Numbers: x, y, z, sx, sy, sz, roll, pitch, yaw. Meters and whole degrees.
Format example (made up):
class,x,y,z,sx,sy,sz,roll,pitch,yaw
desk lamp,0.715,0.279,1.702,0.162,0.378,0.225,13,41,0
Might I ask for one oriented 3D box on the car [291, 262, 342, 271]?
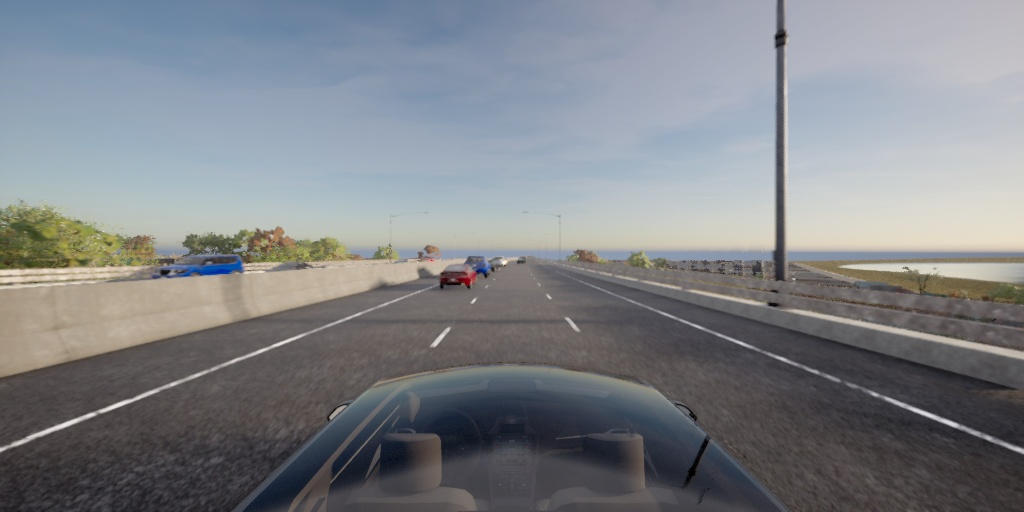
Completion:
class,x,y,z,sx,sy,sz,roll,pitch,yaw
car,-13.914,1.329,26.839,1.895,1.301,4.718,0,0,1

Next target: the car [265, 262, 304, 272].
class,x,y,z,sx,sy,sz,roll,pitch,yaw
car,-17.379,1.230,28.367,1.837,1.490,4.892,0,-1,1

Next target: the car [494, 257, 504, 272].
class,x,y,z,sx,sy,sz,roll,pitch,yaw
car,-2.722,1.240,45.788,1.882,1.535,5.008,0,0,10

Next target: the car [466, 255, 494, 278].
class,x,y,z,sx,sy,sz,roll,pitch,yaw
car,-3.220,0.972,34.234,2.150,2.045,5.566,0,0,1

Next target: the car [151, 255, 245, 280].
class,x,y,z,sx,sy,sz,roll,pitch,yaw
car,-20.949,0.934,24.344,2.150,2.045,5.566,0,0,1

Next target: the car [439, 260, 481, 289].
class,x,y,z,sx,sy,sz,roll,pitch,yaw
car,-3.384,1.223,23.238,1.882,1.535,5.008,0,0,1
